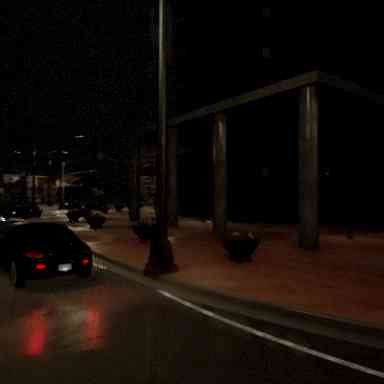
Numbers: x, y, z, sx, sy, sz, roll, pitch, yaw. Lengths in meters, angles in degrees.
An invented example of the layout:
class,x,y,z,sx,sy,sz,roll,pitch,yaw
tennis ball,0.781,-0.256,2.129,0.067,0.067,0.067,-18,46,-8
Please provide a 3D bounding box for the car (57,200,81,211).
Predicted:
class,x,y,z,sx,sy,sz,roll,pitch,yaw
car,-18.203,1.961,49.487,1.837,1.490,4.892,0,0,5

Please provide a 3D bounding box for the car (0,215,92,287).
class,x,y,z,sx,sy,sz,roll,pitch,yaw
car,-4.418,1.611,9.622,1.812,1.442,4.674,1,-1,-38

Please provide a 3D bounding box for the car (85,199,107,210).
class,x,y,z,sx,sy,sz,roll,pitch,yaw
car,-14.476,1.852,50.458,2.097,1.767,4.553,0,-1,4

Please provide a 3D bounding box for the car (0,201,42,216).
class,x,y,z,sx,sy,sz,roll,pitch,yaw
car,-15.549,1.815,30.836,1.994,1.385,4.181,0,-1,-4
